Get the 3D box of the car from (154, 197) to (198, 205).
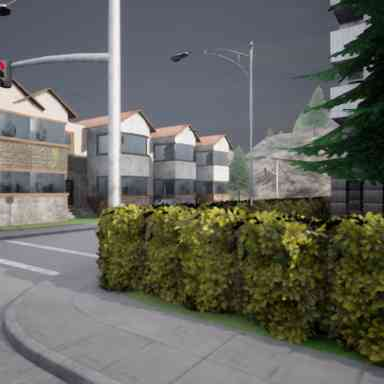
[{"bbox_3d":[-1.552,1.401,23.626,2.150,2.045,5.566,0,0,35],"label":"car"}]
